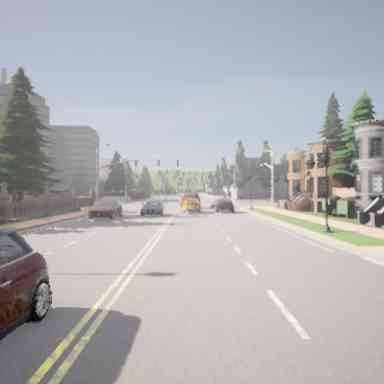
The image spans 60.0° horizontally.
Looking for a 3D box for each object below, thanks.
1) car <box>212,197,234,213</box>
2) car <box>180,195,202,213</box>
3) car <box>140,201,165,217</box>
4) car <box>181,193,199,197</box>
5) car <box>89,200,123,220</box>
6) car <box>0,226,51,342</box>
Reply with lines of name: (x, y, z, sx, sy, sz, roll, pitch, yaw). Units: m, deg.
car: (3.505, 1.464, 36.279, 1.837, 1.490, 4.892, 0, 0, 0)
car: (0.005, 1.437, 35.750, 1.882, 1.535, 5.008, 0, 0, 0)
car: (-3.569, 1.529, 30.782, 1.994, 1.385, 4.181, 0, 0, 0)
car: (-0.211, 1.171, 45.815, 2.150, 2.045, 5.566, 0, 0, -9)
car: (-7.081, 1.446, 27.681, 1.882, 1.535, 5.008, 0, 0, 0)
car: (-3.599, 1.347, 4.129, 2.097, 1.767, 4.553, 0, 0, 0)
